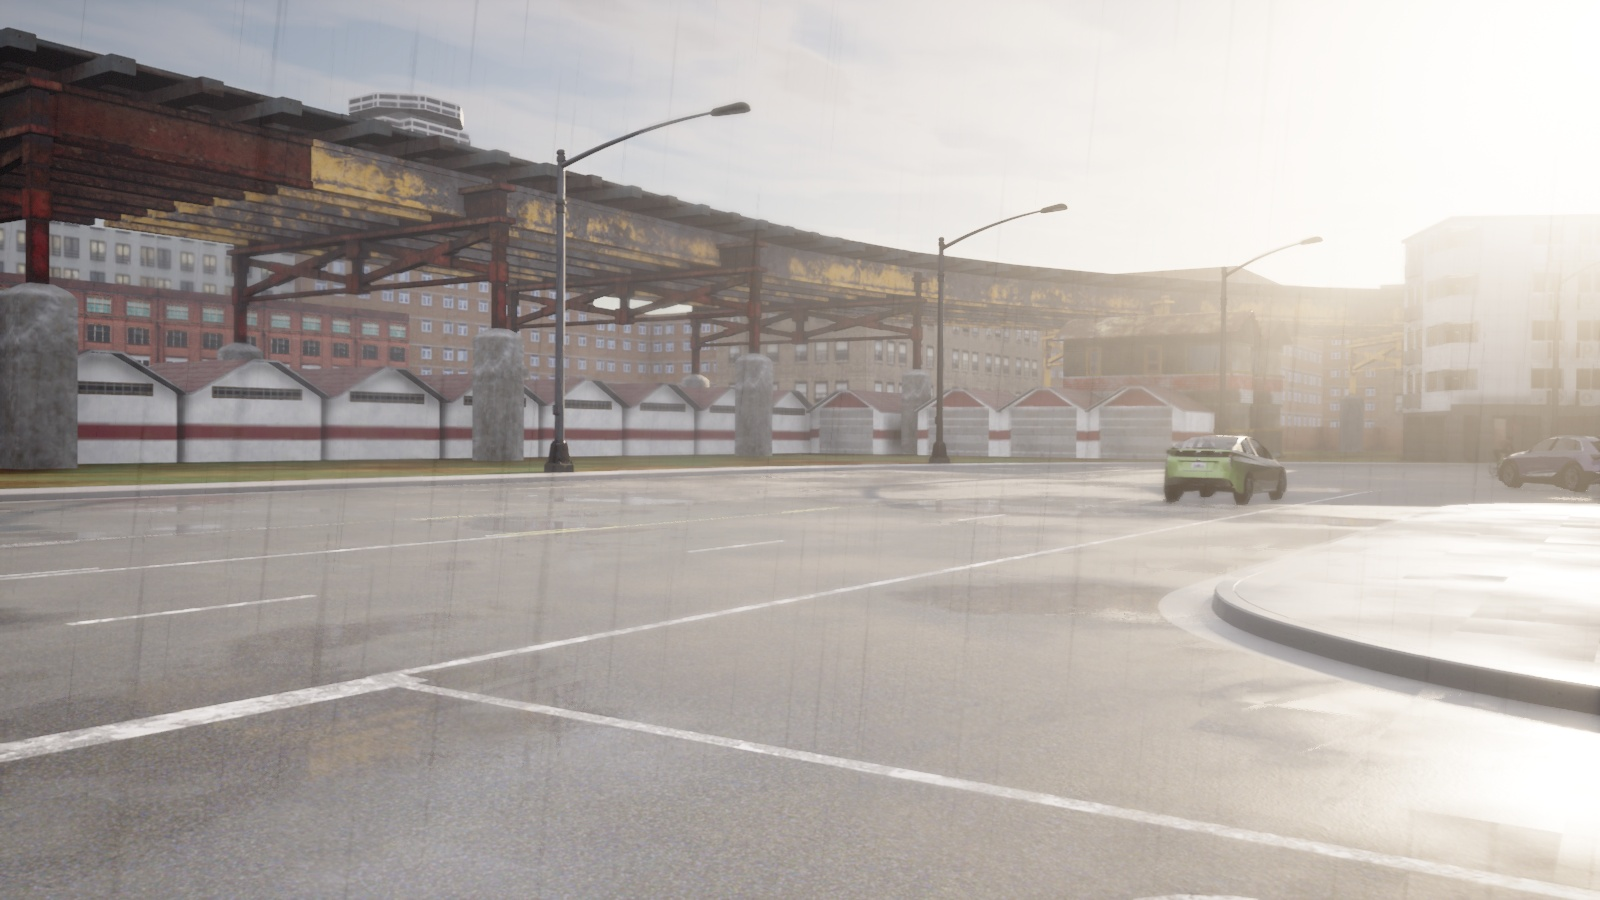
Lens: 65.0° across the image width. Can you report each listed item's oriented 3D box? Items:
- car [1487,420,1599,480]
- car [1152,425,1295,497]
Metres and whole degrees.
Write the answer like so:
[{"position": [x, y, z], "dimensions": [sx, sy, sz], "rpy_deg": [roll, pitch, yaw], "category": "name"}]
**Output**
[{"position": [22.618, -0.045, 36.864], "dimensions": [2.033, 1.649, 4.856], "rpy_deg": [-1, 1, -3], "category": "car"}, {"position": [9.862, 0.200, 29.002], "dimensions": [2.007, 1.525, 4.514], "rpy_deg": [0, 1, 34], "category": "car"}]
